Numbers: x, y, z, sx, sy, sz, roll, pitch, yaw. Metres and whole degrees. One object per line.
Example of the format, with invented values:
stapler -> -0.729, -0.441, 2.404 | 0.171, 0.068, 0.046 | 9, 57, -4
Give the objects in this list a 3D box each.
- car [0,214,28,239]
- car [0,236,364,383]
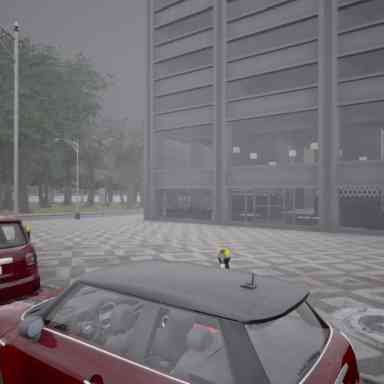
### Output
car -> -5.015, 1.315, 6.528 | 5.009, 1.841, 2.192 | 0, 0, 35
car -> -0.584, 1.440, 3.376 | 4.097, 1.590, 1.967 | 0, 0, 35
